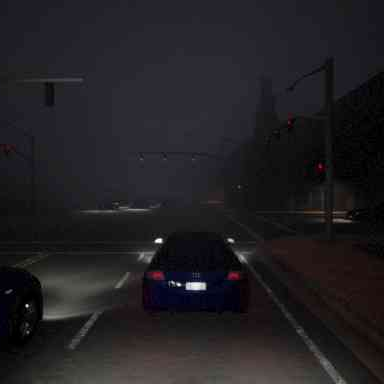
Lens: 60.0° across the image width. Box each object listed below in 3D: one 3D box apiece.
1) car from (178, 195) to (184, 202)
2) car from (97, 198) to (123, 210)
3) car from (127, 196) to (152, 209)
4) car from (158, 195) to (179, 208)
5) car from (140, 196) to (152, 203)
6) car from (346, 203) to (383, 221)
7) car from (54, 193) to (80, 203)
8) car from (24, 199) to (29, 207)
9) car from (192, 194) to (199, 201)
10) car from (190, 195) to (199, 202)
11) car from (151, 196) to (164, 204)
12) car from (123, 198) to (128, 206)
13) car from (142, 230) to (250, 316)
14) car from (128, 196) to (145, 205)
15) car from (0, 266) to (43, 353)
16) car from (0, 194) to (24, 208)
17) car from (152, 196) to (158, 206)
[{"bbox_3d":[-2.821,1.496,75.084,1.837,1.490,4.892,0,0,2],"label":"car"},{"bbox_3d":[-10.719,1.502,42.853,1.837,1.490,4.892,0,0,1],"label":"car"},{"bbox_3d":[-7.154,1.561,46.061,1.994,1.385,4.181,0,0,2],"label":"car"},{"bbox_3d":[-3.417,1.561,48.994,1.994,1.385,4.181,0,0,1],"label":"car"},{"bbox_3d":[-9.918,1.544,71.740,1.994,1.385,4.181,0,0,2],"label":"car"},{"bbox_3d":[15.250,1.546,26.409,5.357,1.411,2.033,0,0,0],"label":"car"},{"bbox_3d":[-24.914,1.153,65.629,3.866,1.878,1.905,0,0,0],"label":"car"},{"bbox_3d":[-24.897,1.154,46.006,3.866,1.878,1.905,0,0,0],"label":"car"},{"bbox_3d":[0.892,1.390,83.238,1.882,1.535,5.008,0,0,2],"label":"car"},{"bbox_3d":[0.608,1.531,72.593,2.033,1.411,5.357,0,0,2],"label":"car"},{"bbox_3d":[-6.653,1.560,64.736,1.994,1.385,4.181,0,0,1],"label":"car"},{"bbox_3d":[-10.509,1.561,51.762,1.994,1.385,4.181,0,0,4],"label":"car"},{"bbox_3d":[0.069,1.564,7.634,1.994,1.385,4.181,0,0,0],"label":"car"},{"bbox_3d":[-10.248,1.488,61.698,2.128,1.511,4.902,0,0,2],"label":"car"},{"bbox_3d":[-3.441,1.352,3.503,2.097,1.767,4.553,0,0,0],"label":"car"},{"bbox_3d":[-24.954,1.151,43.112,4.605,1.855,1.932,0,0,0],"label":"car"},{"bbox_3d":[-6.943,1.523,54.822,1.812,1.442,4.674,0,0,2],"label":"car"}]
